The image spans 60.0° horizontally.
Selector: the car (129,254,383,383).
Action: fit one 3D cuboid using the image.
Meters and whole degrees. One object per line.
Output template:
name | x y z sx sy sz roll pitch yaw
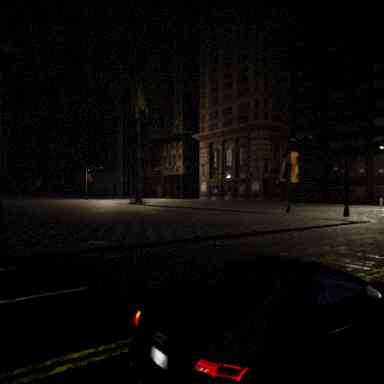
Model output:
car | 1.315 1.559 4.377 4.181 1.385 1.994 0 0 -36
